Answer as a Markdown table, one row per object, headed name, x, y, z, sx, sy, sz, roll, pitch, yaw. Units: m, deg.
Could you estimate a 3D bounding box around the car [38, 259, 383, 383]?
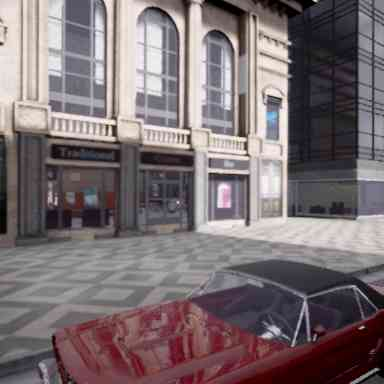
| name | x | y | z | sx | sy | sz | roll | pitch | yaw |
| --- | --- | --- | --- | --- | --- | --- | --- | --- | --- |
| car | 0.840 | 1.602 | 3.924 | 4.718 | 1.301 | 1.895 | 0 | 0 | -35 |
